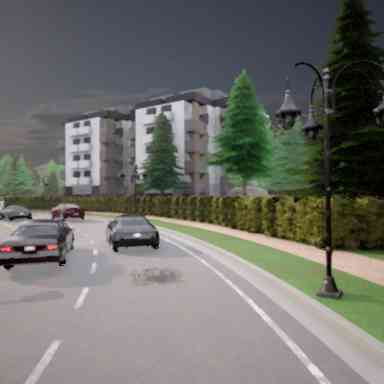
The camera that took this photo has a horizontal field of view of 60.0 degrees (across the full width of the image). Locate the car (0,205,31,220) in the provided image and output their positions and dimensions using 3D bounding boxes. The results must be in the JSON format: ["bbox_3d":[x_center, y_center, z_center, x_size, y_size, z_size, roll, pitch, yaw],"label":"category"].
[{"bbox_3d":[-16.468,1.913,30.930,1.994,1.385,4.181,0,-1,-43],"label":"car"}]

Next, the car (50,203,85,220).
[{"bbox_3d":[-11.542,1.780,30.665,1.882,1.535,5.008,0,-1,-39],"label":"car"}]

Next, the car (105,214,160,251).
[{"bbox_3d":[-2.772,1.687,14.986,1.994,1.385,4.181,0,0,-18],"label":"car"}]

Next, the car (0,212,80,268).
[{"bbox_3d":[-5.294,1.673,11.846,2.033,1.411,5.357,0,0,-16],"label":"car"}]
